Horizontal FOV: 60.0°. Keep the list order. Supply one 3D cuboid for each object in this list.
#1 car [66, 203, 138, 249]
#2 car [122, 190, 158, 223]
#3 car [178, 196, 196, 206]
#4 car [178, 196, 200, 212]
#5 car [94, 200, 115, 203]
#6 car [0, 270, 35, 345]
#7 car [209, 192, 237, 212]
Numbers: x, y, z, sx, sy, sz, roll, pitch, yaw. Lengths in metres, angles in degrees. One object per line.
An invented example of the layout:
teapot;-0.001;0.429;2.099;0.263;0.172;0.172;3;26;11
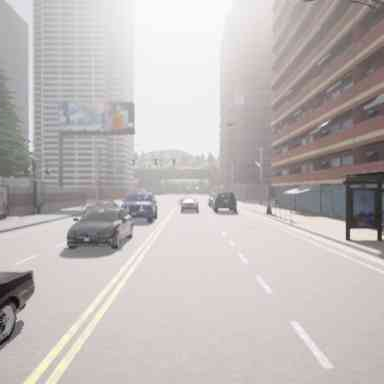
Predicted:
car;-3.697;1.407;14.059;1.837;1.490;4.892;0;0;0
car;-3.770;1.051;24.351;2.150;2.045;5.566;0;0;0
car;-0.810;1.266;47.753;1.895;1.301;4.718;0;0;-9
car;-0.207;1.306;34.417;2.033;1.411;5.357;0;0;0
car;-7.201;1.380;27.083;2.033;1.411;5.357;0;0;0
car;-3.615;1.576;3.498;1.895;1.301;4.718;0;0;0
car;3.294;0.982;34.324;2.150;2.045;5.566;0;1;0
